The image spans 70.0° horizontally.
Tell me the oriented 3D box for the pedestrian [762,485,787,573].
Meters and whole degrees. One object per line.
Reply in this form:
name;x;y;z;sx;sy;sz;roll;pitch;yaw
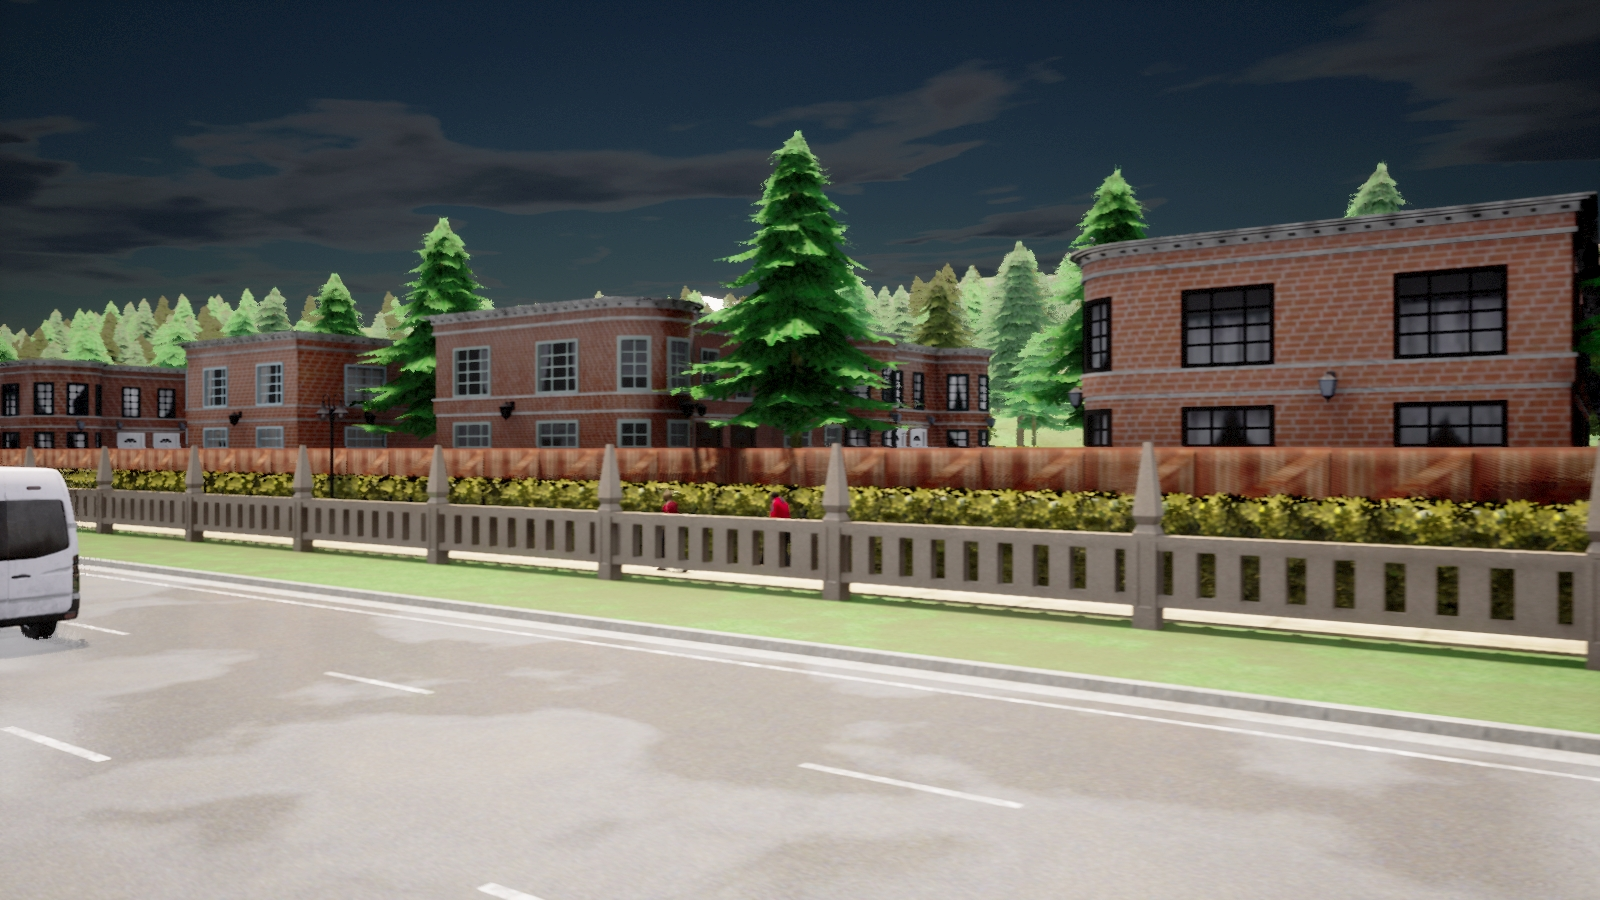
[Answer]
pedestrian;-0.545;1.700;24.606;0.375;1.860;0.375;0;0;38

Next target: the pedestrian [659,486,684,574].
pedestrian;-2.740;1.700;24.413;0.375;1.860;0.375;0;0;34

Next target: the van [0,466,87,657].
van;-13.258;1.533;17.337;5.915;2.561;1.988;0;0;35
